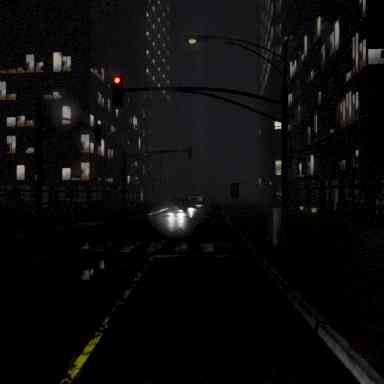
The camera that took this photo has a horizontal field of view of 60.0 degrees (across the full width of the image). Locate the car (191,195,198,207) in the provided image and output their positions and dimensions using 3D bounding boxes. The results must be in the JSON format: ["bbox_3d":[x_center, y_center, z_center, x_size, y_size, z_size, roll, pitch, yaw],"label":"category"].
[{"bbox_3d":[-0.628,1.557,48.784,1.895,1.301,4.718,0,0,6],"label":"car"}]

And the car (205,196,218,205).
[{"bbox_3d":[3.298,1.419,55.427,1.882,1.535,5.008,0,0,6],"label":"car"}]

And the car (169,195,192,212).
[{"bbox_3d":[-1.530,1.464,38.530,2.128,1.511,4.902,0,0,5],"label":"car"}]

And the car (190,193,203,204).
[{"bbox_3d":[0.654,1.157,60.148,2.150,2.045,5.566,0,0,7],"label":"car"}]

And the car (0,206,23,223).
[{"bbox_3d":[-16.549,1.854,27.985,4.403,1.369,2.008,-1,1,10],"label":"car"}]
